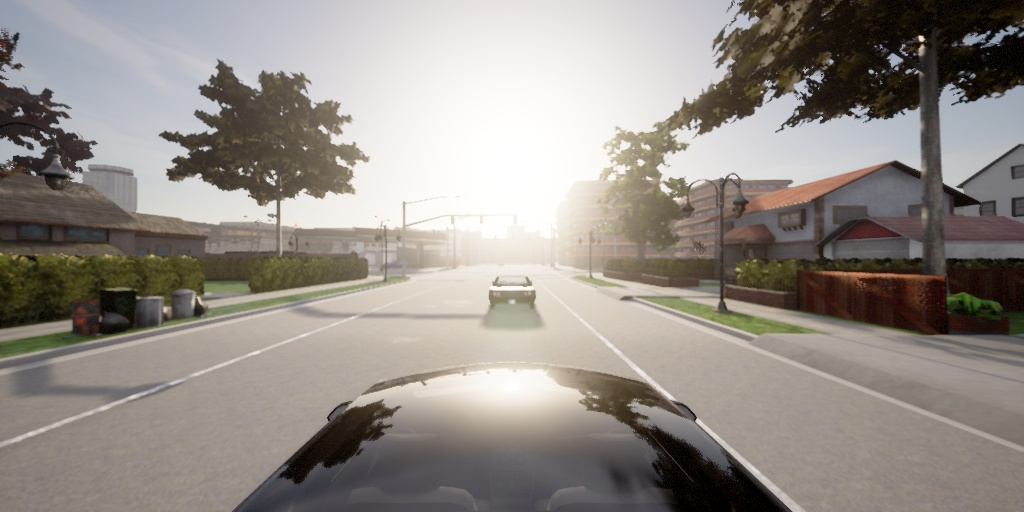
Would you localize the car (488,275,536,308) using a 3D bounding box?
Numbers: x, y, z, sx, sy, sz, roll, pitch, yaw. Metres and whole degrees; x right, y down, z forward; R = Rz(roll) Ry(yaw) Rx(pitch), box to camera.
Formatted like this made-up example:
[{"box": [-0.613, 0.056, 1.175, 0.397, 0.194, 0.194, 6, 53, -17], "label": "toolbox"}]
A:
[{"box": [0.014, 1.484, 15.953, 1.895, 1.301, 4.718, 0, 0, 0], "label": "car"}]

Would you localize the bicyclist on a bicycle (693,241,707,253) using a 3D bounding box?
[{"box": [21.634, -1.144, 41.445, 0.582, 1.620, 1.656, -37, -19, -10], "label": "bicyclist on a bicycle"}]
